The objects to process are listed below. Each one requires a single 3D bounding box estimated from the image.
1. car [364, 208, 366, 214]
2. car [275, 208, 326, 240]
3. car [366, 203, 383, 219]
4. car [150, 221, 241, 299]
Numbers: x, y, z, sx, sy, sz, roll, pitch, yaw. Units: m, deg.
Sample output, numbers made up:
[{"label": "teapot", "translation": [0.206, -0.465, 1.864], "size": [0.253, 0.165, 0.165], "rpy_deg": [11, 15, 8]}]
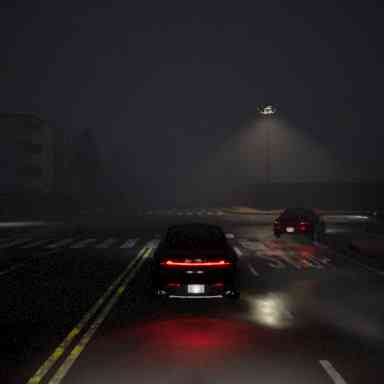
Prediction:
[{"label": "car", "translation": [17.883, 1.564, 30.041], "size": [4.181, 1.385, 1.994], "rpy_deg": [0, 0, 0]}, {"label": "car", "translation": [5.528, 1.525, 16.970], "size": [1.812, 1.442, 4.674], "rpy_deg": [-1, 0, 29]}, {"label": "car", "translation": [17.093, 1.491, 26.548], "size": [4.902, 1.511, 2.128], "rpy_deg": [0, 0, 0]}, {"label": "car", "translation": [0.062, 1.505, 8.447], "size": [1.837, 1.490, 4.892], "rpy_deg": [0, 0, 0]}]
